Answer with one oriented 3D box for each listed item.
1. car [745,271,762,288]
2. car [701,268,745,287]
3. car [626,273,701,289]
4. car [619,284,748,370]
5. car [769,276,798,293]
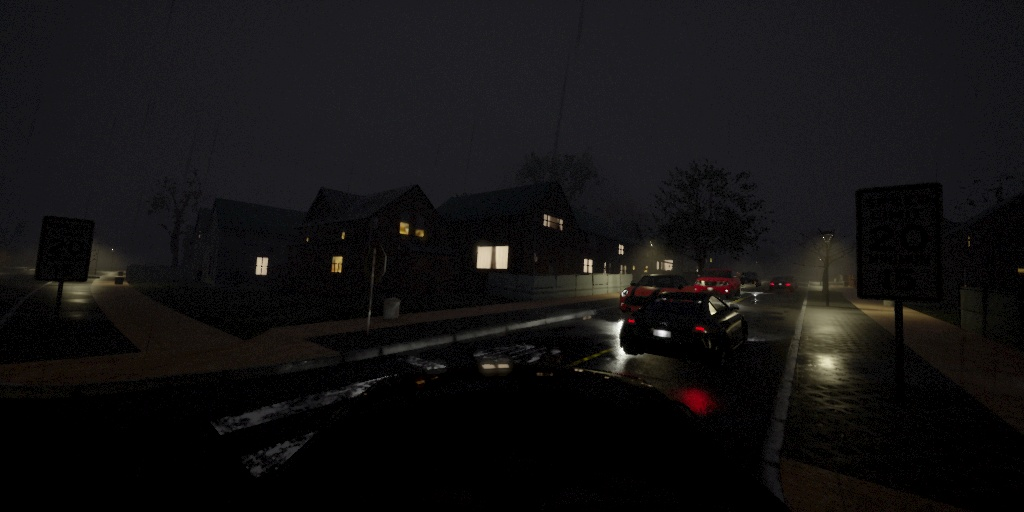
[{"bbox_3d":[24.723,2.353,37.329,1.837,1.490,4.892,0,-2,40],"label":"car"},{"bbox_3d":[14.625,1.893,25.398,2.150,2.045,5.566,0,-3,40],"label":"car"},{"bbox_3d":[6.427,1.581,15.611,2.097,1.767,4.553,0,-2,40],"label":"car"},{"bbox_3d":[4.208,1.545,8.515,1.994,1.385,4.181,0,-2,40],"label":"car"},{"bbox_3d":[25.737,2.673,34.149,2.033,1.411,5.357,0,-2,40],"label":"car"}]
